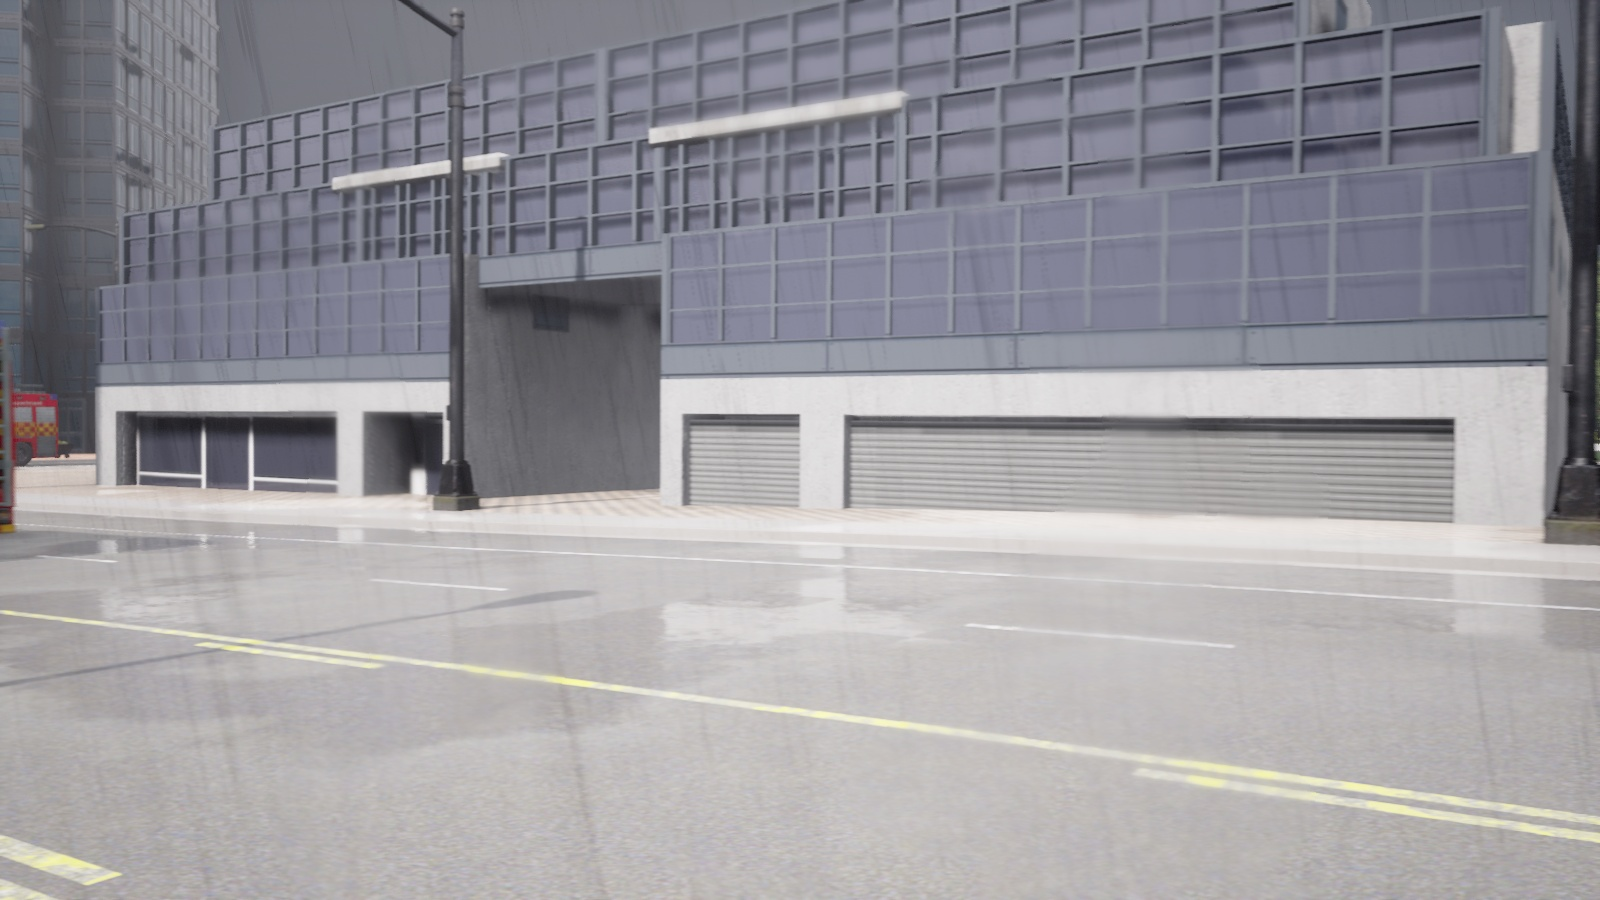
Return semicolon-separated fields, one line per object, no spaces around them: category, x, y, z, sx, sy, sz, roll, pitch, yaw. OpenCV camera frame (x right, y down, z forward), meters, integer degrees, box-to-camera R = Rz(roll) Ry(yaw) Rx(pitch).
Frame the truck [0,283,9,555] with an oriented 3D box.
truck;-15.558;-0.448;18.831;8.468;3.827;2.891;0;1;33

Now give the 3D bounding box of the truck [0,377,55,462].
truck;-38.309;-1.401;55.900;2.891;3.827;8.468;2;2;33
